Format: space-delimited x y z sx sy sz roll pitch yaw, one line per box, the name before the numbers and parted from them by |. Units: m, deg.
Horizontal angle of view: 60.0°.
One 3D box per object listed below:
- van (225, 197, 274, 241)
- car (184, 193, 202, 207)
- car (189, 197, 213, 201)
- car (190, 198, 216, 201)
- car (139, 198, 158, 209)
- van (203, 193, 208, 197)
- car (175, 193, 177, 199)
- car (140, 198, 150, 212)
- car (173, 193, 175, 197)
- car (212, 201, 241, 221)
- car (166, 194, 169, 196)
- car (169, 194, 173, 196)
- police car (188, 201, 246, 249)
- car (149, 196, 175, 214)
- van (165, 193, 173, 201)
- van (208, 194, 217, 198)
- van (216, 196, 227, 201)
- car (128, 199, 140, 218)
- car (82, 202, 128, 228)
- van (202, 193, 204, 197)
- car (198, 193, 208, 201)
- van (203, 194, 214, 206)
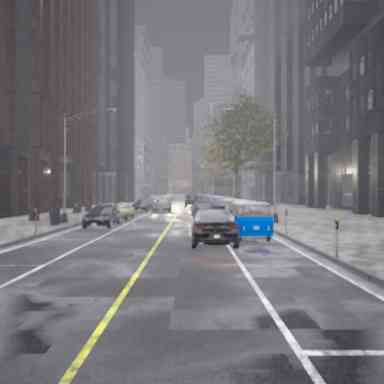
van | 2.761 1.319 16.137 1.690 1.788 3.998 0 0 0
car | -0.001 1.166 49.914 2.150 2.045 5.566 0 0 0
car | 0.899 1.488 30.574 1.812 1.442 4.674 0 0 0
car | 0.899 1.474 24.574 1.837 1.490 4.892 0 0 0
car | -5.765 1.515 44.222 1.947 1.339 4.313 0 0 0
van | 2.760 1.290 44.230 1.690 1.788 3.998 0 0 0
car | -5.767 1.466 89.173 1.887 1.381 4.507 0 0 0
car | -5.765 1.520 38.604 1.947 1.339 4.313 0 0 0
car | -5.766 1.477 77.935 2.008 1.369 4.403 0 0 0
car | 2.761 1.510 27.375 1.887 1.381 4.507 0 0 0
car | -5.766 1.376 61.079 1.967 1.590 4.097 0 0 0
car | -5.766 1.480 72.316 2.008 1.369 4.403 0 0 0
police car | 0.900 1.405 14.684 1.930 1.638 5.238 0 0 0
car | -3.094 1.483 35.387 1.812 1.442 4.674 0 0 0
van | -5.767 1.265 83.554 1.690 1.788 3.998 0 0 0
van | 2.760 1.301 32.993 1.690 1.788 3.998 0 0 0
van | 2.761 1.313 21.757 1.690 1.788 3.998 0 0 0
car | -5.764 1.491 27.196 1.752 1.417 4.829 0 0 0
car | -5.764 1.537 21.748 1.947 1.339 4.313 0 0 0
van | 2.760 1.285 49.848 1.690 1.788 3.998 0 0 0
car | 2.758 1.239 83.559 2.192 1.841 5.009 0 0 0
van | 2.759 1.281 55.466 1.690 1.788 3.998 0 0 0
